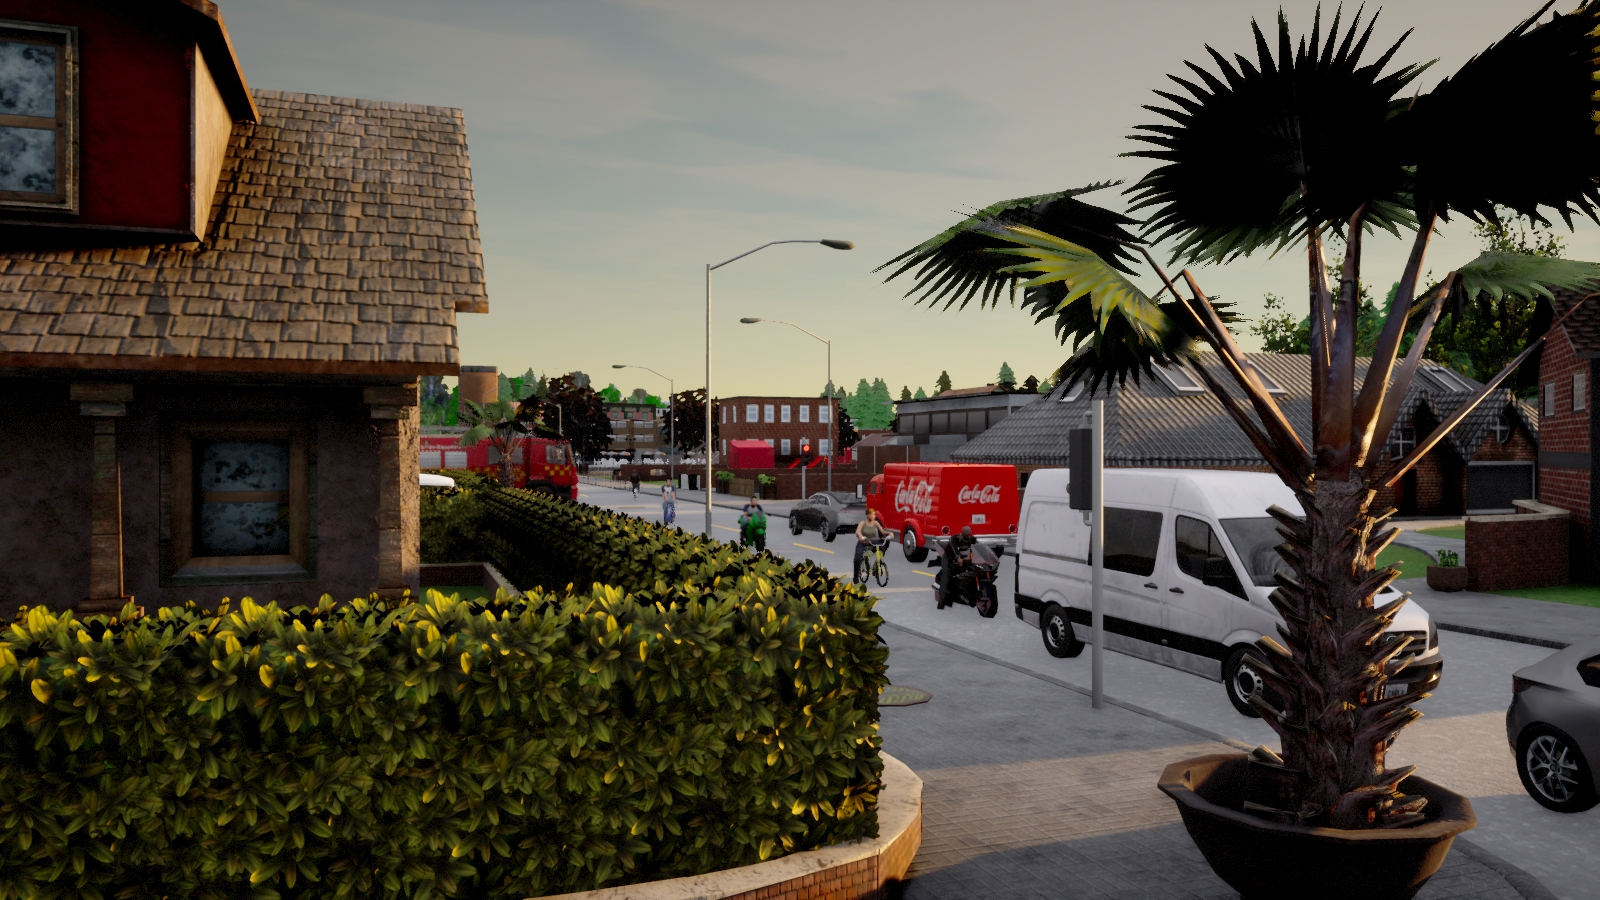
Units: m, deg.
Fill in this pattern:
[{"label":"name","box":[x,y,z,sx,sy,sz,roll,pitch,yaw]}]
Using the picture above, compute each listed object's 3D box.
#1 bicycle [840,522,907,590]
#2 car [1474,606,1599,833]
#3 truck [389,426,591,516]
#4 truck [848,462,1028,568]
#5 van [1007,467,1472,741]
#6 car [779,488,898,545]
[{"label":"bicycle","box":[1.507,2.161,23.644,0.859,1.276,1.487,0,-1,-19]},{"label":"car","box":[6.934,2.069,7.650,1.816,1.474,4.193,0,0,-12]},{"label":"truck","box":[-14.036,0.892,51.866,8.468,3.827,2.891,0,0,-25]},{"label":"truck","box":[3.468,1.570,29.990,2.627,2.467,5.204,0,0,-20]},{"label":"van","box":[4.966,1.538,14.186,1.988,2.561,5.915,0,0,-20]},{"label":"car","box":[1.122,2.053,36.412,2.128,1.511,4.902,0,0,-20]}]
